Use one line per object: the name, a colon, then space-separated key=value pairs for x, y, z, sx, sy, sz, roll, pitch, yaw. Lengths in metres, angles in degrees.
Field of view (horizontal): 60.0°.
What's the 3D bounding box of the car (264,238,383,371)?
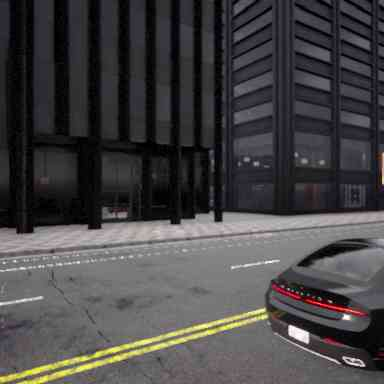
car: x=3.349 y=1.527 z=5.460 sx=4.892 sy=1.490 sz=1.837 roll=0 pitch=0 yaw=-33
